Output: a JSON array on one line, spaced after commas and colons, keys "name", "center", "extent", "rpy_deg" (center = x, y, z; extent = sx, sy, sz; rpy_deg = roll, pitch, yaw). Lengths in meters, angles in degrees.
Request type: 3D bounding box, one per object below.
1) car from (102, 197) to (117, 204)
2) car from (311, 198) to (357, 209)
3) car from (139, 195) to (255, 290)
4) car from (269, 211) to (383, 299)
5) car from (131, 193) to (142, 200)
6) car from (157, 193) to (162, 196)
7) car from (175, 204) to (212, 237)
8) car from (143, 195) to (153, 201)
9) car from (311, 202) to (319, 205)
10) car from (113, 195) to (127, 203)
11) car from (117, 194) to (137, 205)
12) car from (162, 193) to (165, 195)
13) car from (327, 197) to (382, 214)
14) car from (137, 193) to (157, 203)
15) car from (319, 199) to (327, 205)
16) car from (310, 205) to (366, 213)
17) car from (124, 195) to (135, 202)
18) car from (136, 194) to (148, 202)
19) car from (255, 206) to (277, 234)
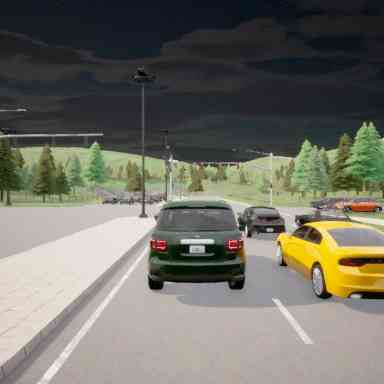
[{"name": "car", "center": [-15.154, 1.564, 61.629], "extent": [1.994, 1.385, 4.181], "rpy_deg": [0, 0, 0]}, {"name": "car", "center": [19.083, 1.548, 44.941], "extent": [5.357, 1.411, 2.033], "rpy_deg": [0, 0, 1]}, {"name": "car", "center": [0.088, 1.221, 9.232], "extent": [2.150, 2.045, 5.566], "rpy_deg": [0, 0, 0]}, {"name": "car", "center": [3.586, 1.478, 8.488], "extent": [1.882, 1.535, 5.008], "rpy_deg": [0, 0, 0]}, {"name": "car", "center": [-15.139, 1.224, 91.232], "extent": [2.150, 2.045, 5.566], "rpy_deg": [0, 0, 0]}, {"name": "car", "center": [-8.115, 1.355, 69.635], "extent": [2.097, 1.767, 4.553], "rpy_deg": [0, 0, 0]}, {"name": "car", "center": [0.072, 1.505, 19.089], "extent": [1.837, 1.490, 4.892], "rpy_deg": [0, 0, 0]}, {"name": "car", "center": [-11.645, 1.552, 88.174], "extent": [1.994, 1.385, 4.181], "rpy_deg": [0, 0, 0]}, {"name": "car", "center": [17.411, 1.506, 41.480], "extent": [4.892, 1.490, 1.837], "rpy_deg": [0, 0, 1]}, {"name": "car", "center": [-15.116, 1.500, 70.302], "extent": [1.837, 1.490, 4.892], "rpy_deg": [0, 0, 0]}, {"name": "car", "center": [-11.709, 1.526, 60.205], "extent": [1.812, 1.442, 4.674], "rpy_deg": [0, 0, 1]}, {"name": "car", "center": [-8.130, 1.552, 78.144], "extent": [1.994, 1.385, 4.181], "rpy_deg": [0, 0, 0]}, {"name": "car", "center": [16.999, 1.351, 34.431], "extent": [4.553, 1.767, 2.097], "rpy_deg": [0, 0, 0]}, {"name": "car", "center": [-8.164, 1.491, 60.555], "extent": [2.128, 1.511, 4.902], "rpy_deg": [0, 0, 0]}, {"name": "car", "center": [17.428, 1.526, 37.960], "extent": [4.674, 1.442, 1.812], "rpy_deg": [0, 0, 1]}, {"name": "car", "center": [7.074, 1.601, 17.887], "extent": [1.895, 1.301, 4.718], "rpy_deg": [0, 0, 0]}, {"name": "car", "center": [-15.134, 1.478, 80.690], "extent": [1.882, 1.535, 5.008], "rpy_deg": [0, 0, 0]}, {"name": "car", "center": [-11.630, 1.355, 78.162], "extent": [2.097, 1.767, 4.553], "rpy_deg": [0, 0, 0]}, {"name": "car", "center": [3.574, 1.505, 17.712], "extent": [1.837, 1.490, 4.892], "rpy_deg": [0, 0, 0]}]
